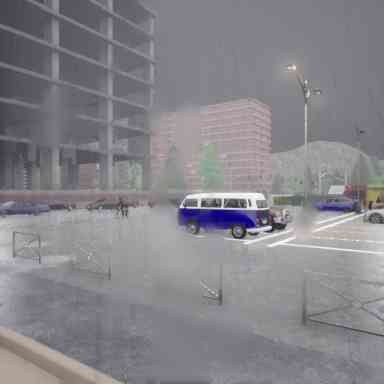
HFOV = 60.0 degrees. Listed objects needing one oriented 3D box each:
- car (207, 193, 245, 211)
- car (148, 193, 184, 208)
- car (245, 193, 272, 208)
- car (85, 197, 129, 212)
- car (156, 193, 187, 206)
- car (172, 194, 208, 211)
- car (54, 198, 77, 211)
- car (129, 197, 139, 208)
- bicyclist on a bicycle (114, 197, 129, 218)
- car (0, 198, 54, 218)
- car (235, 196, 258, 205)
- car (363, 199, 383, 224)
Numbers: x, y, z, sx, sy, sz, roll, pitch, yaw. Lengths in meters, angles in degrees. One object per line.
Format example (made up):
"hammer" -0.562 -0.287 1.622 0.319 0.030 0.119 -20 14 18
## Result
"car" 4.944 1.166 47.411 2.150 2.045 5.566 0 0 36
"car" -3.841 1.166 47.305 2.150 2.045 5.566 0 0 35
"car" 11.046 1.436 56.138 2.128 1.511 4.902 0 0 35
"car" -10.015 1.449 38.577 1.837 1.490 4.892 0 0 35
"car" -3.250 1.166 54.168 2.150 2.045 5.566 0 0 35
"car" -0.215 1.449 46.062 1.837 1.490 4.892 0 0 35
"car" -15.297 1.436 37.159 2.128 1.511 4.902 0 0 35
"car" -9.376 1.436 45.547 2.128 1.511 4.902 0 0 35
"bicyclist on a bicycle" -5.482 1.248 25.945 1.656 1.620 0.582 0 0 35
"car" -15.837 1.492 30.320 2.033 1.411 5.357 0 0 35
"car" 10.018 1.436 60.591 2.128 1.511 4.902 0 0 35
"car" 13.270 1.395 21.463 3.806 1.475 1.970 0 0 36
